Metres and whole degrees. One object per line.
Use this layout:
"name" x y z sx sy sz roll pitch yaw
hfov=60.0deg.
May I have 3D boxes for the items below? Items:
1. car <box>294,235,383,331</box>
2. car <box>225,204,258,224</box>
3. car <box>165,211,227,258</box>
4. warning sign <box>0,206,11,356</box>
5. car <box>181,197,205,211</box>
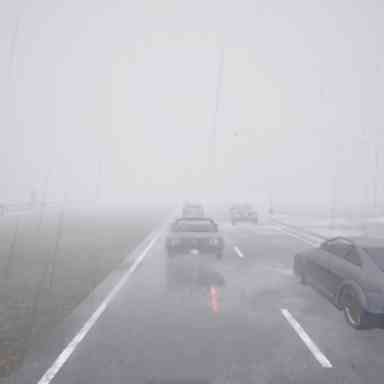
"car" 3.571 1.568 6.863 1.994 1.385 4.181 0 0 0
"car" 3.581 1.561 24.527 2.033 1.411 5.357 0 0 0
"car" 0.091 1.607 12.727 1.895 1.301 4.718 0 0 0
"warning sign" -3.046 1.117 3.866 1.300 1.860 1.060 0 0 0
"car" 0.089 1.507 29.472 2.128 1.511 4.902 0 0 0
